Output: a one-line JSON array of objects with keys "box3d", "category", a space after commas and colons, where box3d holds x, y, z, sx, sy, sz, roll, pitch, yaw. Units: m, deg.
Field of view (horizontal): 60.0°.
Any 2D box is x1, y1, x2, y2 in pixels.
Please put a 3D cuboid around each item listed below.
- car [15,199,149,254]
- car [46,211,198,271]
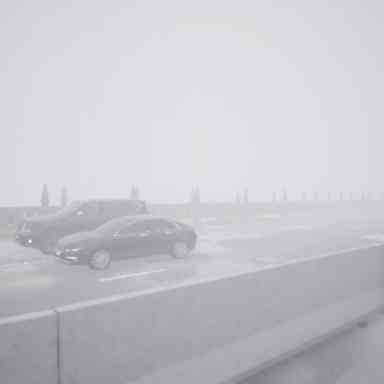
[{"box3d": [-4.277, 1.311, 14.016, 5.566, 2.045, 2.150, 0, 0, -38], "category": "car"}, {"box3d": [-2.041, 1.578, 11.326, 4.892, 1.490, 1.837, 0, 0, -38], "category": "car"}]
